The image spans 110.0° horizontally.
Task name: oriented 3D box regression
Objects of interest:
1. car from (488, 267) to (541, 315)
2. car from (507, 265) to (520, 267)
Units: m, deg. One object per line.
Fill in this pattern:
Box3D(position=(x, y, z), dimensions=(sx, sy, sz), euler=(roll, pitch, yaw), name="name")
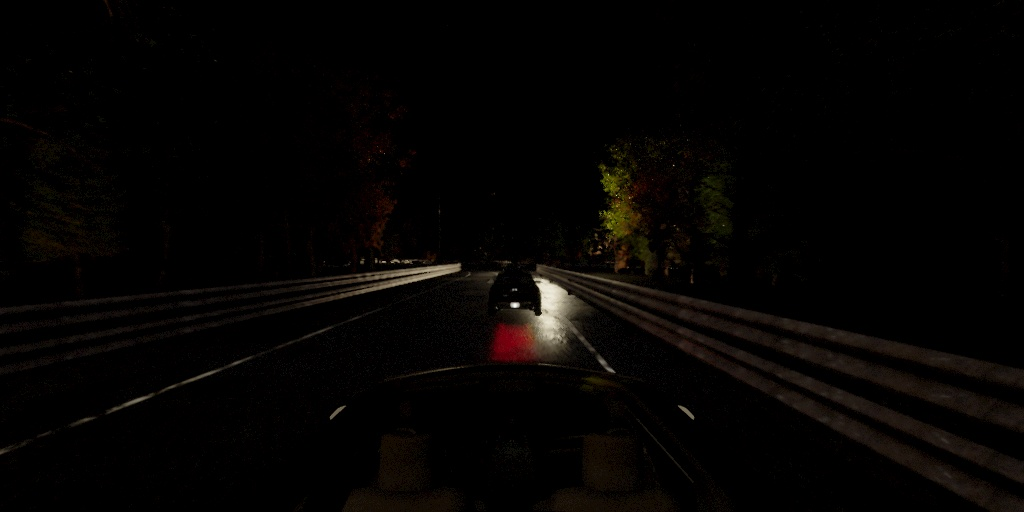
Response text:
Box3D(position=(0.102, 1.366, 14.177), dimensions=(1.837, 1.490, 4.892), euler=(0, 0, 0), name="car")
Box3D(position=(0.112, 1.597, 35.406), dimensions=(2.033, 1.411, 5.357), euler=(0, 0, 0), name="car")
